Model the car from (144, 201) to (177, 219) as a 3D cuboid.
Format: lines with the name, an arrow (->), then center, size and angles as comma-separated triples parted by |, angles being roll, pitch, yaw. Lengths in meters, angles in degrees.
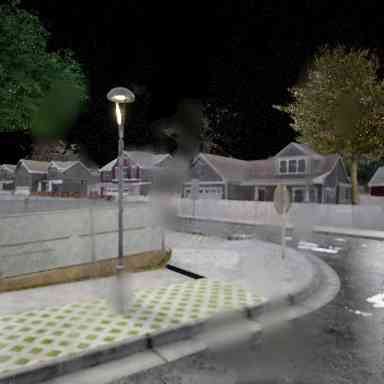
car -> -3.407, 1.347, 25.538 | 4.718, 1.301, 1.895 | 1, -1, 45
